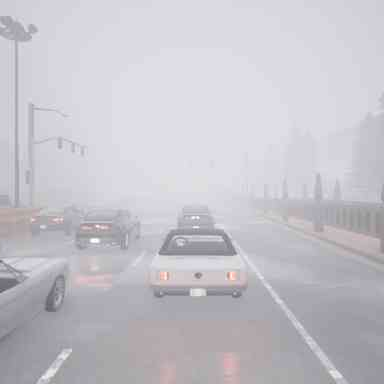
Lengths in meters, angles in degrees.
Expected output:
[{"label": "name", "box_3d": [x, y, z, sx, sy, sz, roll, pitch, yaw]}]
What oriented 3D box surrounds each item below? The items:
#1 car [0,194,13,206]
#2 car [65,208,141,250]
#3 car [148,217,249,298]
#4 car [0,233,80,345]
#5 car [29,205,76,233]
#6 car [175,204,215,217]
[{"label": "car", "box_3d": [-13.889, 1.178, 21.594, 2.150, 2.045, 5.566, 0, 0, 0]}, {"label": "car", "box_3d": [-3.337, 1.412, 13.889, 1.837, 1.490, 4.892, 0, 0, 0]}, {"label": "car", "box_3d": [0.131, 1.549, 8.352, 1.895, 1.301, 4.718, 0, 0, 0]}, {"label": "car", "box_3d": [-3.385, 1.576, 4.663, 1.895, 1.301, 4.718, 0, 0, 0]}, {"label": "car", "box_3d": [-6.843, 1.406, 17.518, 1.812, 1.442, 4.674, 0, 0, -1]}, {"label": "car", "box_3d": [0.187, 1.385, 17.612, 1.837, 1.490, 4.892, 0, 0, 0]}]
